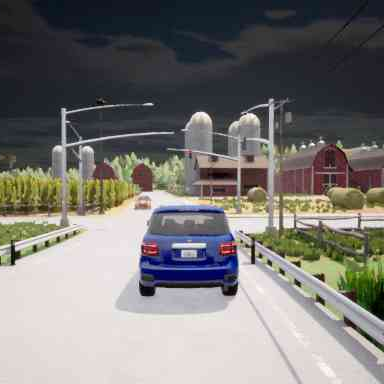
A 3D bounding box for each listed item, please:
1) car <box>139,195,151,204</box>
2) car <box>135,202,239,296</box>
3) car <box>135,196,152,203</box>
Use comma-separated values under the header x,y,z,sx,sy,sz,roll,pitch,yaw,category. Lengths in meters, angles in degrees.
x,y,z,sx,sy,sz,roll,pitch,yaw,category
-8.108,1.340,57.271,1.994,1.385,4.181,0,1,-9,car
-0.106,1.367,9.096,2.150,2.045,5.566,0,-2,-1,car
-6.374,1.345,43.553,2.097,1.767,4.553,0,1,-7,car
